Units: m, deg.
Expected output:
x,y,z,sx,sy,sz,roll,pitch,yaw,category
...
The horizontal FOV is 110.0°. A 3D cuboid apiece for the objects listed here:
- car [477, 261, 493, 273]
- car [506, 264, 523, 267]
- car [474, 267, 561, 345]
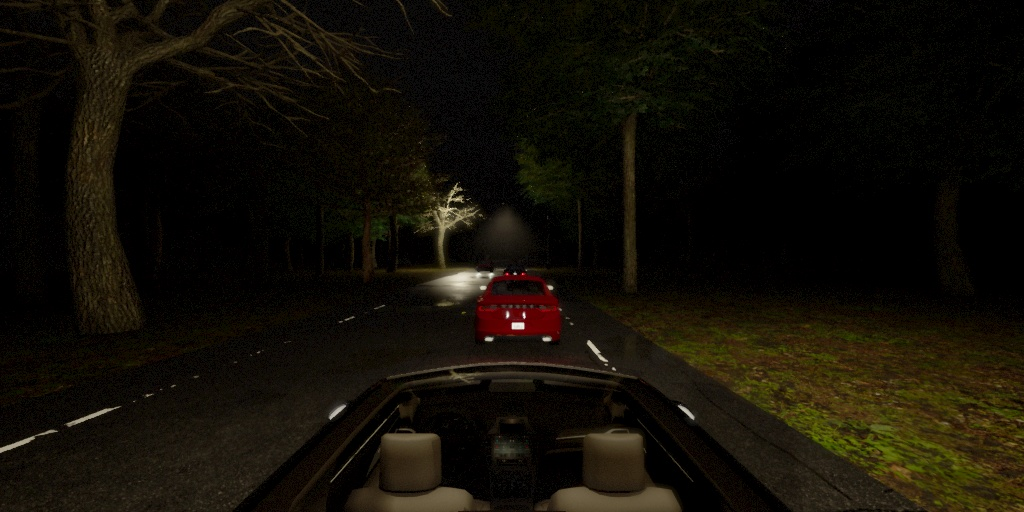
x,y,z,sx,sy,sz,roll,pitch,yaw,category
-3.417,1.359,46.007,1.882,1.535,5.008,0,0,0,car
0.210,1.352,28.294,2.033,1.411,5.357,0,0,0,car
0.130,1.235,9.559,1.882,1.535,5.008,0,0,0,car
